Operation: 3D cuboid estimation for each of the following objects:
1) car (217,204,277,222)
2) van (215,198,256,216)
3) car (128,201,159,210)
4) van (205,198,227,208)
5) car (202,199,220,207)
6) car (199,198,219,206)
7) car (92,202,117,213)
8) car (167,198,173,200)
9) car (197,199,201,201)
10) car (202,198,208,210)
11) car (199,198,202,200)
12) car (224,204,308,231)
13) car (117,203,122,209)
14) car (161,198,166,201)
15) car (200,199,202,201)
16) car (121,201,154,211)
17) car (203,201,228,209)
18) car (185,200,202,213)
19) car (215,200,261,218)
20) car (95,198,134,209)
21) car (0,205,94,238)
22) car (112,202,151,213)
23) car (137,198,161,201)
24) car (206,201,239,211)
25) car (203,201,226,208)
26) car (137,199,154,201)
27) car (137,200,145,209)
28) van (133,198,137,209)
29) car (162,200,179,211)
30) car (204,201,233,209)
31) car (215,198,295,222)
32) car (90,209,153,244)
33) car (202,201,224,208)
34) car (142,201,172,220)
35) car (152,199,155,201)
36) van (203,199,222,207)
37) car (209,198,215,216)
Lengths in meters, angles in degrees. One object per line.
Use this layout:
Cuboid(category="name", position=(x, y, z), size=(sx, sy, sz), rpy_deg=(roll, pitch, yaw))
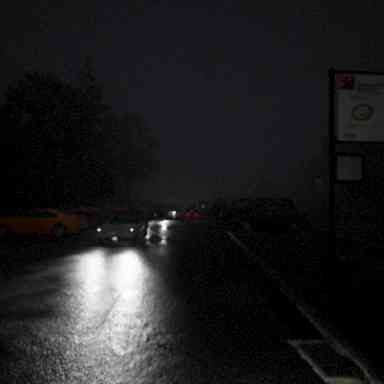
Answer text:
Cuboid(category="car", position=(4.759, 1.797, 29.382), size=(4.892, 1.521, 2.231), rpy_deg=(0, -1, 0))
Cuboid(category="van", position=(4.879, 1.718, 37.795), size=(4.442, 1.987, 1.878), rpy_deg=(0, -1, 0))
Cuboid(category="car", position=(-8.335, 2.308, 57.205), size=(5.008, 1.535, 2.097), rpy_deg=(0, -1, 0))
Cuboid(category="van", position=(4.841, 2.320, 68.624), size=(4.442, 1.987, 1.878), rpy_deg=(0, -1, 0))
Cuboid(category="car", position=(4.675, 2.723, 82.634), size=(4.553, 1.767, 2.185), rpy_deg=(0, -1, 0))
Cuboid(category="car", position=(4.719, 2.839, 93.848), size=(5.566, 2.045, 2.435), rpy_deg=(0, -1, 0))
Cuboid(category="car", position=(-8.322, 1.715, 23.791), size=(5.008, 1.535, 2.097), rpy_deg=(0, -1, 0))
Cuboid(category="car", position=(-8.390, 3.025, 90.651), size=(4.892, 1.521, 2.231), rpy_deg=(0, -1, 0))
Cuboid(category="car", position=(-0.006, 2.378, 57.376), size=(2.033, 1.411, 5.357), rpy_deg=(0, -1, 0))
Cuboid(category="car", position=(4.722, 1.898, 49.008), size=(5.566, 2.045, 2.435), rpy_deg=(0, -1, 0))
Cuboid(category="car", position=(4.719, 2.727, 77.027), size=(5.008, 1.535, 2.097), rpy_deg=(0, -1, 0))
Cuboid(category="car", position=(4.767, 1.679, 20.978), size=(4.892, 1.521, 2.231), rpy_deg=(0, -1, 0))
Cuboid(category="car", position=(-8.317, 1.796, 26.577), size=(4.674, 1.452, 2.002), rpy_deg=(0, -1, 0))
Cuboid(category="car", position=(-8.318, 2.171, 62.777), size=(5.566, 2.045, 2.435), rpy_deg=(0, -1, 0))
Cuboid(category="car", position=(4.546, 2.422, 63.013), size=(5.366, 1.575, 1.946), rpy_deg=(0, -1, 0))
Cuboid(category="car", position=(-8.361, 2.230, 51.636), size=(4.792, 1.488, 2.163), rpy_deg=(0, -1, 0))
Cuboid(category="car", position=(4.699, 2.515, 65.815), size=(4.792, 1.488, 2.163), rpy_deg=(0, -1, 0))
Cuboid(category="car", position=(0.008, 2.241, 47.381), size=(1.895, 1.301, 4.718), rpy_deg=(0, -1, 0))
Cuboid(category="car", position=(4.796, 1.766, 34.990), size=(4.553, 1.767, 2.185), rpy_deg=(0, -1, 0))
Cuboid(category="car", position=(-8.283, 1.719, 32.148), size=(4.553, 1.767, 2.185), rpy_deg=(0, -1, 0))
Cuboid(category="car", position=(-8.315, 1.647, 18.223), size=(5.008, 1.535, 2.097), rpy_deg=(0, -1, 0))
Cuboid(category="car", position=(-8.320, 2.098, 46.067), size=(5.008, 1.535, 2.097), rpy_deg=(0, -1, 0))
Cuboid(category="car", position=(-8.308, 2.002, 54.424), size=(5.566, 2.045, 2.435), rpy_deg=(0, -1, 0))
Cuboid(category="car", position=(4.751, 2.202, 51.810), size=(4.892, 1.521, 2.231), rpy_deg=(0, -1, 0))
Cuboid(category="car", position=(4.750, 2.636, 71.421), size=(4.792, 1.488, 2.163), rpy_deg=(0, -1, 0))
Cuboid(category="car", position=(-8.136, 2.043, 43.281), size=(5.366, 1.575, 1.946), rpy_deg=(0, -1, 0))
Cuboid(category="car", position=(-8.317, 2.035, 40.496), size=(4.674, 1.452, 2.002), rpy_deg=(0, -1, 0))
Cuboid(category="van", position=(-8.431, 1.667, 34.929), size=(4.442, 1.987, 1.878), rpy_deg=(0, -1, 0))
Cuboid(category="car", position=(-3.248, 2.319, 51.567), size=(1.994, 1.385, 4.181), rpy_deg=(0, -1, 0))
Cuboid(category="car", position=(4.741, 2.366, 60.214), size=(5.008, 1.535, 2.097), rpy_deg=(0, -1, 0))
Cuboid(category="car", position=(4.735, 1.463, 23.782), size=(5.566, 2.045, 2.435), rpy_deg=(0, -1, 0))
Cuboid(category="car", position=(-3.339, 1.752, 16.676), size=(1.895, 1.301, 4.718), rpy_deg=(0, -1, 0))
Cuboid(category="car", position=(4.746, 2.696, 74.223), size=(4.792, 1.488, 2.163), rpy_deg=(0, -1, 0))
Cuboid(category="car", position=(-3.326, 1.875, 32.496), size=(1.837, 1.490, 4.892), rpy_deg=(0, -1, 0))
Cuboid(category="car", position=(-8.300, 2.178, 48.851), size=(4.792, 1.488, 2.163), rpy_deg=(0, -1, 0))
Cuboid(category="van", position=(4.826, 2.562, 79.834), size=(4.442, 1.987, 1.878), rpy_deg=(0, -1, 0))
Cuboid(category="car", position=(4.737, 1.593, 32.191), size=(5.566, 2.045, 2.435), rpy_deg=(0, -1, 0))
